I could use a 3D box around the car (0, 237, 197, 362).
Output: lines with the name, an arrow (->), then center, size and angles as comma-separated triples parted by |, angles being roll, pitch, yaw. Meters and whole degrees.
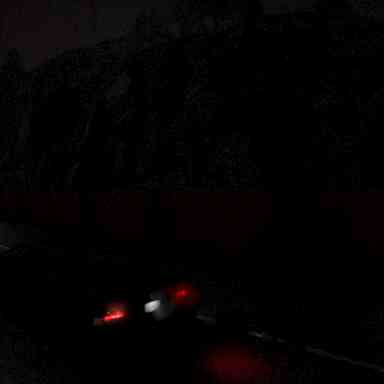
car -> -2.404, 1.567, 6.075 | 5.357, 1.411, 2.033 | 0, 0, 41
